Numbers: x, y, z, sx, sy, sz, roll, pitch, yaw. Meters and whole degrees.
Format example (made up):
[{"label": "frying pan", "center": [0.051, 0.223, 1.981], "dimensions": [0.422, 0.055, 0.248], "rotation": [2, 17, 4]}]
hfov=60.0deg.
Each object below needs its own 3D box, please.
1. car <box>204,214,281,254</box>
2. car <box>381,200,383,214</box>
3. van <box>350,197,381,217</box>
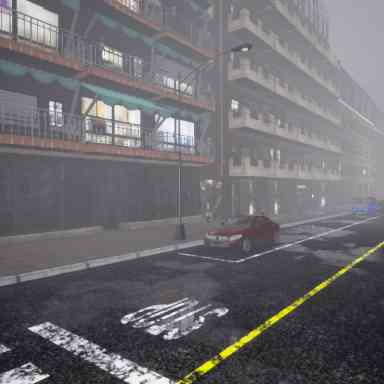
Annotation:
[{"label": "car", "center": [2.190, 1.573, 13.491], "dimensions": [1.802, 1.307, 4.206], "rotation": [-1, -1, 38]}, {"label": "car", "center": [19.598, 1.567, 35.428], "dimensions": [1.802, 1.307, 4.206], "rotation": [-1, -1, 38]}, {"label": "van", "center": [16.076, 1.327, 30.993], "dimensions": [1.690, 1.788, 3.998], "rotation": [-1, -1, 38]}]
